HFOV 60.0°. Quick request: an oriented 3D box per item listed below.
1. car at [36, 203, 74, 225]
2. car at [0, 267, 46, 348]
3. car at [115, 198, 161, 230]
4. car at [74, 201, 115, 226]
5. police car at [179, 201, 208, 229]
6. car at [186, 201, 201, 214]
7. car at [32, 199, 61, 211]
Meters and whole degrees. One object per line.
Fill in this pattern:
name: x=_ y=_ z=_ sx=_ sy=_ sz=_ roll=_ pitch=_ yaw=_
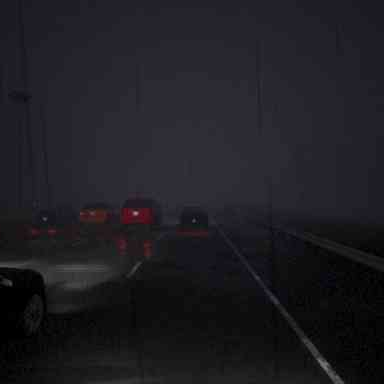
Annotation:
car: x=-10.367 y=1.734 z=25.735 sx=1.812 sy=1.442 sz=4.674 roll=0 pitch=0 yaw=0
car: x=-3.394 y=1.523 z=3.765 sx=2.128 sy=1.511 sz=4.902 roll=0 pitch=0 yaw=0
car: x=-3.371 y=1.406 z=22.587 sx=2.150 sy=2.045 sz=5.566 roll=0 pitch=0 yaw=0
car: x=-6.866 y=1.556 z=25.079 sx=2.097 sy=1.767 sz=4.553 roll=0 pitch=0 yaw=0
police car: x=0.130 y=1.616 z=23.409 sx=1.930 sy=1.638 sz=5.238 roll=0 pitch=0 yaw=0
car: x=0.153 y=1.865 z=41.585 sx=1.812 sy=1.442 sz=4.674 roll=0 pitch=-1 yaw=0
car: x=-21.019 y=1.868 z=48.264 sx=1.882 sy=1.535 sz=5.008 roll=0 pitch=0 yaw=0
